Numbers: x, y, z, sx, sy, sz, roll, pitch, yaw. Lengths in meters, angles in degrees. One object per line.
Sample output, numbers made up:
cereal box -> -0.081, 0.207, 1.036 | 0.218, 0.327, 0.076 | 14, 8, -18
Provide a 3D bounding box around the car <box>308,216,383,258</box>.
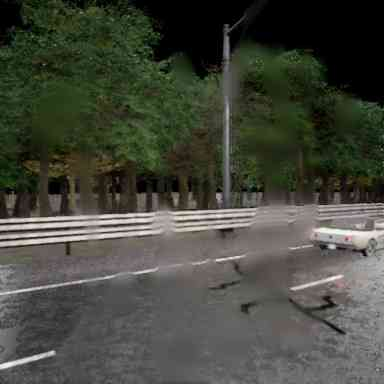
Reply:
car -> 6.642, 1.591, 12.775 | 4.718, 1.301, 1.895 | 0, 0, -35
